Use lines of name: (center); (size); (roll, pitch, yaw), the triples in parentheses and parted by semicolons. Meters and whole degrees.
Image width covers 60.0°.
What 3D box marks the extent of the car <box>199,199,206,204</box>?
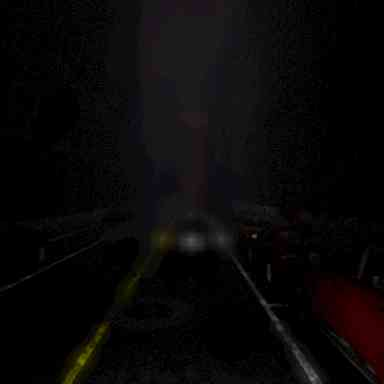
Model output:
car: (2.802, 2.476, 88.054); (1.802, 1.307, 4.206); (0, -1, 0)

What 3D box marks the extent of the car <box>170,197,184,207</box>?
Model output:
car: (-2.986, 2.182, 65.321); (1.812, 1.442, 4.674); (0, -1, 0)

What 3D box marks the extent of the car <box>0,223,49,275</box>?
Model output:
car: (-5.760, 1.641, 9.621); (1.887, 1.381, 4.507); (0, -1, 0)

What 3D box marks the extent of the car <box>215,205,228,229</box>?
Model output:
car: (2.770, 1.758, 20.838); (2.008, 1.369, 4.403); (0, -1, 0)

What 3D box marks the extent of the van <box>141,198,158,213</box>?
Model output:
van: (-5.745, 1.773, 43.234); (1.690, 1.788, 3.998); (0, -1, 0)

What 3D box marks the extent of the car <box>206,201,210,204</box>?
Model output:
car: (2.778, 1.957, 37.642); (1.802, 1.307, 4.206); (0, -1, 0)

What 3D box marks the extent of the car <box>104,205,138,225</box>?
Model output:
car: (-5.752, 1.845, 26.426); (1.802, 1.307, 4.206); (0, -1, 0)

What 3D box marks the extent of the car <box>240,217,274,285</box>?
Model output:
car: (2.765, 1.641, 9.635); (1.887, 1.381, 4.507); (0, -1, 0)

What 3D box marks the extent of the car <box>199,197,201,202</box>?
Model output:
car: (2.791, 2.186, 65.820); (1.752, 1.417, 4.829); (0, -1, 0)

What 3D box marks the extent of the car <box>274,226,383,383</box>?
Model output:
car: (2.762, 1.356, 4.035); (2.192, 1.841, 5.009); (0, -1, 0)

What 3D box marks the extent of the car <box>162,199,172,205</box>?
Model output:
car: (-5.729, 2.326, 76.843); (2.008, 1.369, 4.403); (0, -1, 0)

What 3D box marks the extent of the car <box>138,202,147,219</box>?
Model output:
car: (-5.750, 1.901, 32.027); (1.802, 1.307, 4.206); (0, -1, 0)

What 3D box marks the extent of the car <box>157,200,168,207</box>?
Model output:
car: (-5.734, 2.241, 65.639); (1.802, 1.307, 4.206); (0, -1, 0)

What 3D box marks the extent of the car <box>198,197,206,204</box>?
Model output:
car: (2.803, 2.269, 93.658); (2.192, 1.841, 5.009); (0, -1, 0)

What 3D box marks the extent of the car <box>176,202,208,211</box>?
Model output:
car: (0.023, 1.821, 27.539); (2.033, 1.411, 5.357); (0, -1, 1)

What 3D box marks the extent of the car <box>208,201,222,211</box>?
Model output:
car: (2.775, 1.884, 32.040); (1.947, 1.339, 4.313); (0, -1, 0)

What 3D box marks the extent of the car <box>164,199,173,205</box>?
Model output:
car: (-5.726, 2.400, 82.444); (1.947, 1.339, 4.313); (0, -1, 0)

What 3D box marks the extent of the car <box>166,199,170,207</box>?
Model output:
car: (-5.737, 1.917, 60.040); (2.192, 1.841, 5.009); (0, -1, 0)

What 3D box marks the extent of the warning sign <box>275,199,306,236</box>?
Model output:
warning sign: (5.078, 1.286, 17.191); (1.300, 1.860, 1.060); (0, 0, 0)

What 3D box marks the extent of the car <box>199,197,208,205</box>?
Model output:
car: (2.798, 2.150, 82.455); (2.192, 1.841, 5.009); (0, -1, 0)

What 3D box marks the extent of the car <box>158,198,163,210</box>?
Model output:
car: (-5.742, 2.012, 48.664); (1.752, 1.417, 4.829); (0, -1, 0)

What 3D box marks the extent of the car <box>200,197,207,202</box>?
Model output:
car: (2.786, 1.985, 54.447); (1.967, 1.590, 4.097); (0, -1, 0)

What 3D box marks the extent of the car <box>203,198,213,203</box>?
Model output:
car: (2.780, 1.872, 43.244); (1.967, 1.590, 4.097); (0, -1, 0)

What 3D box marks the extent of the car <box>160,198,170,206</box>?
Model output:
car: (-5.732, 2.157, 71.242); (1.967, 1.590, 4.097); (0, -1, 0)

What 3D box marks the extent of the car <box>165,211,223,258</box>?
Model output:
car: (0.023, 1.698, 13.436); (1.994, 1.385, 4.181); (0, 0, 1)

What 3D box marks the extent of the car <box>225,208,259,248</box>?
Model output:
car: (2.767, 1.678, 15.407); (1.752, 1.417, 4.829); (0, -1, 0)

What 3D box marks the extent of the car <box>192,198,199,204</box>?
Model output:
car: (0.944, 2.475, 93.189); (1.812, 1.442, 4.674); (0, -1, 0)

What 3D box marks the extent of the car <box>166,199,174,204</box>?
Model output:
car: (-5.724, 2.460, 88.045); (1.947, 1.339, 4.313); (0, -1, 0)

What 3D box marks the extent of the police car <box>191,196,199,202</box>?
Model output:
police car: (0.936, 2.205, 77.301); (1.930, 1.638, 5.238); (0, -1, 0)

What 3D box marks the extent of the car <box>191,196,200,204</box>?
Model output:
car: (0.894, 2.107, 87.222); (2.150, 2.045, 5.566); (0, -1, 0)

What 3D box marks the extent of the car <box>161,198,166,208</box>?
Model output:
car: (-5.739, 2.127, 54.435); (1.802, 1.307, 4.206); (0, -1, 0)
